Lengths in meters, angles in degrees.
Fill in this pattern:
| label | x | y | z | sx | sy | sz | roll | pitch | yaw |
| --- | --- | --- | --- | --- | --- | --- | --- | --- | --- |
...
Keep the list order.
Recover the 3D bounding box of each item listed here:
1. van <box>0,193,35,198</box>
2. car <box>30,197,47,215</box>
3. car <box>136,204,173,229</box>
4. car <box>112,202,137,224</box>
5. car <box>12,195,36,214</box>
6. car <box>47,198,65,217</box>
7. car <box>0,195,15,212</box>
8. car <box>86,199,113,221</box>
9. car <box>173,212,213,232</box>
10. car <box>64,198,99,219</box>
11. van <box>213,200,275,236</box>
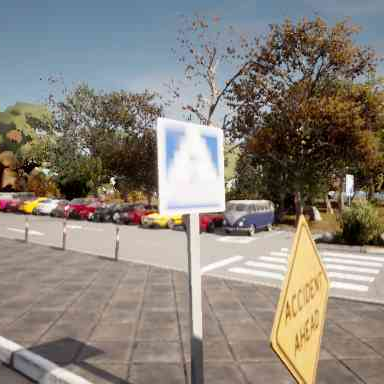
| label | x | y | z | sx | sy | sz | roll | pitch | yaw |
| --- | --- | --- | --- | --- | --- | --- | --- | --- | --- |
| van | -19.054 | 1.060 | 36.441 | 1.878 | 1.987 | 4.442 | 1 | 1 | 35 |
| car | -12.340 | 1.452 | 31.521 | 2.002 | 1.452 | 4.674 | 1 | 1 | 35 |
| car | -1.141 | 1.625 | 23.330 | 1.946 | 1.575 | 5.366 | 1 | 1 | 35 |
| car | -3.277 | 1.614 | 25.113 | 2.163 | 1.488 | 4.792 | 1 | 1 | 35 |
| car | -14.603 | 1.369 | 33.127 | 2.097 | 1.535 | 5.008 | 1 | 1 | 35 |
| car | -10.057 | 1.329 | 29.938 | 2.185 | 1.767 | 4.553 | 1 | 1 | 35 |
| car | -16.866 | 1.368 | 34.738 | 2.002 | 1.452 | 4.674 | 1 | 1 | 35 |
| car | -5.558 | 1.542 | 26.692 | 2.231 | 1.521 | 4.892 | 1 | 1 | 35 |
| car | 1.247 | 1.701 | 21.896 | 2.163 | 1.488 | 4.792 | 1 | 1 | 35 |
| car | -7.812 | 1.497 | 28.310 | 2.097 | 1.535 | 5.008 | 1 | 1 | 35 |
| van | 3.425 | 1.490 | 20.167 | 1.878 | 1.987 | 4.442 | 1 | 1 | 35 |
